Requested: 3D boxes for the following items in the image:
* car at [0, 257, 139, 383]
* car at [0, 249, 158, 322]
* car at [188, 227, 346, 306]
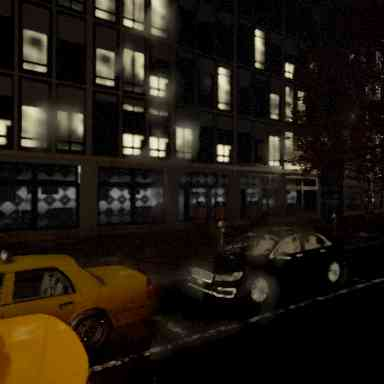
[{"bbox_3d":[-2.918,1.474,1.295,5.008,1.535,1.882,0,0,-36],"label":"car"},{"bbox_3d":[-2.825,1.525,4.542,4.829,1.417,1.752,0,0,-36],"label":"car"},{"bbox_3d":[1.946,1.561,7.951,4.403,1.369,2.008,0,0,-36],"label":"car"}]
